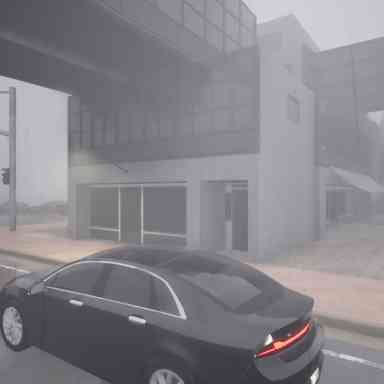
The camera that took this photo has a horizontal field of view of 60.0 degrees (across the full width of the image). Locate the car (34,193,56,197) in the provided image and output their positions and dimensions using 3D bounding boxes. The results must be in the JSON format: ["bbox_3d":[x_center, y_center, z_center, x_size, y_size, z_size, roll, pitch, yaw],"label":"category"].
[{"bbox_3d":[-31.249,1.153,69.870,4.605,1.855,1.932,0,0,35],"label":"car"}]

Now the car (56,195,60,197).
[{"bbox_3d":[-29.522,1.364,72.196,3.905,1.438,1.784,0,0,35],"label":"car"}]

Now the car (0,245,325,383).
[{"bbox_3d":[-0.809,1.505,4.569,4.892,1.490,1.837,0,0,36],"label":"car"}]

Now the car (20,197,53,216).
[{"bbox_3d":[-14.000,1.505,33.205,1.837,1.490,4.892,0,0,36],"label":"car"}]

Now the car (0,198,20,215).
[{"bbox_3d":[-18.377,1.564,33.151,1.994,1.385,4.181,0,0,36],"label":"car"}]

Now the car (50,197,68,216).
[{"bbox_3d":[-10.506,1.505,31.722,1.837,1.490,4.892,0,0,37],"label":"car"}]
